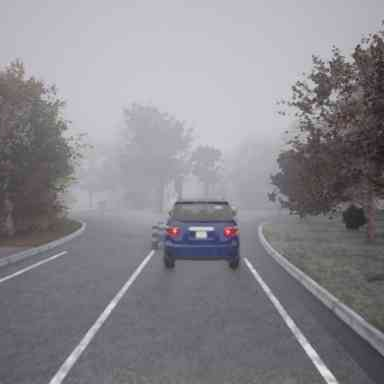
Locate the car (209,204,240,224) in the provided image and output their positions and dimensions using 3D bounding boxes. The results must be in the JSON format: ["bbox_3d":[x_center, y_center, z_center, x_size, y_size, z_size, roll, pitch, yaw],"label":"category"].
[{"bbox_3d":[2.896,1.795,28.481,1.837,1.490,4.892,-1,-1,16],"label":"car"}]

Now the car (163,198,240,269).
[{"bbox_3d":[0.348,1.206,11.193,2.150,2.045,5.566,0,0,2],"label":"car"}]
